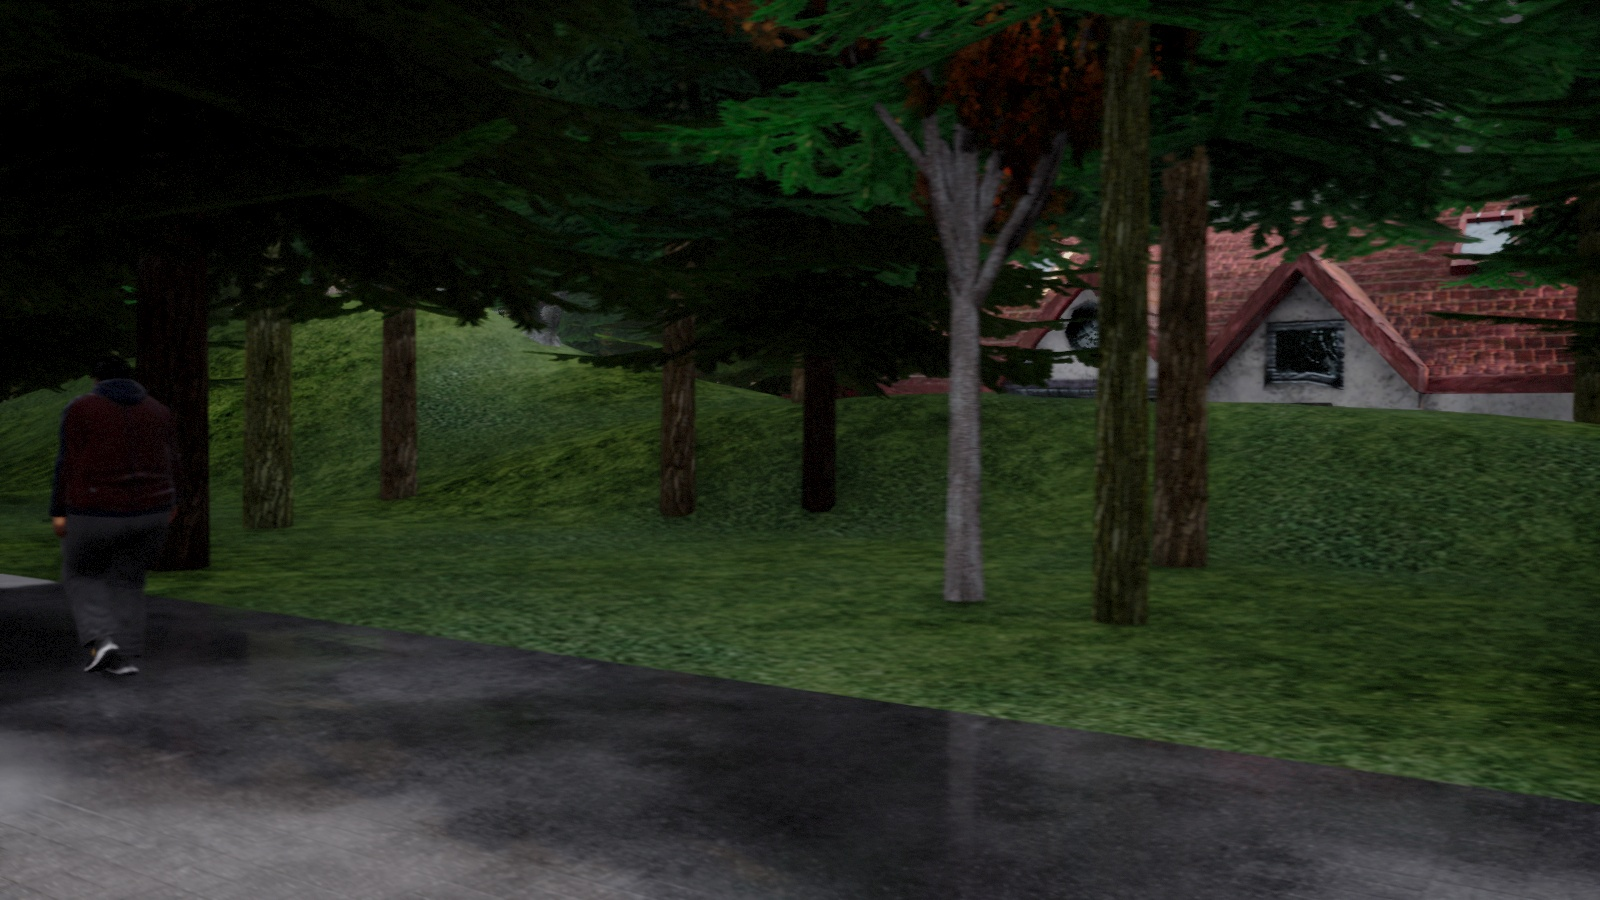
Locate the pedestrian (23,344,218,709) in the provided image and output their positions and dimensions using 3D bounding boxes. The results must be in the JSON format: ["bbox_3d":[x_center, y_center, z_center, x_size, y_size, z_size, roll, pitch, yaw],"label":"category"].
[{"bbox_3d":[-3.713,0.381,6.856,0.899,1.844,0.634,0,1,41],"label":"pedestrian"}]
